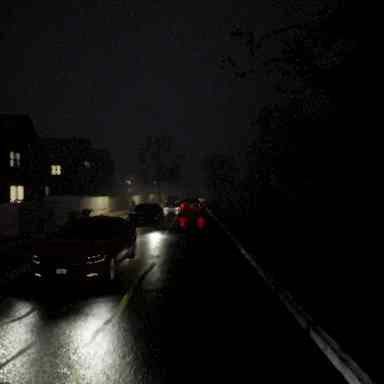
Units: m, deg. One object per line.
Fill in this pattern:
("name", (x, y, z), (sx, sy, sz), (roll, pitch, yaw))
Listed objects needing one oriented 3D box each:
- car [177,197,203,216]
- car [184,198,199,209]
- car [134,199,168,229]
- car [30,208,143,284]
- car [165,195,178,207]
("car", (-0.033, 1.303, 32.243), (2.097, 1.767, 4.553), (0, 0, 0))
("car", (-0.018, 1.533, 45.510), (1.895, 1.301, 4.718), (0, 0, 1))
("car", (-2.868, 1.445, 21.415), (1.882, 1.535, 5.008), (0, 0, 0))
("car", (-2.858, 1.463, 9.782), (1.882, 1.535, 5.008), (0, 0, 0))
("car", (-2.814, 1.293, 48.266), (2.097, 1.767, 4.553), (0, 0, 0))
